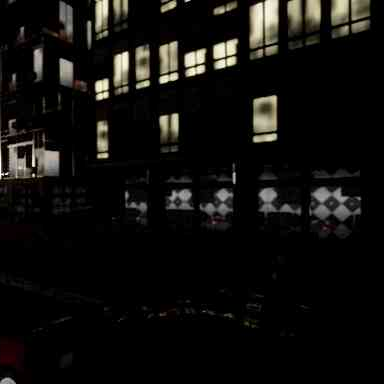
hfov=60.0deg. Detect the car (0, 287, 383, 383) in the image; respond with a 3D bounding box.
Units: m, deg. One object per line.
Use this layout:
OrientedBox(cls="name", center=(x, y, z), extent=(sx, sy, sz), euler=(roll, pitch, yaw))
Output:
OrientedBox(cls="car", center=(0.013, 1.560, 2.863), extent=(4.507, 1.381, 1.887), euler=(-1, 0, 35))
